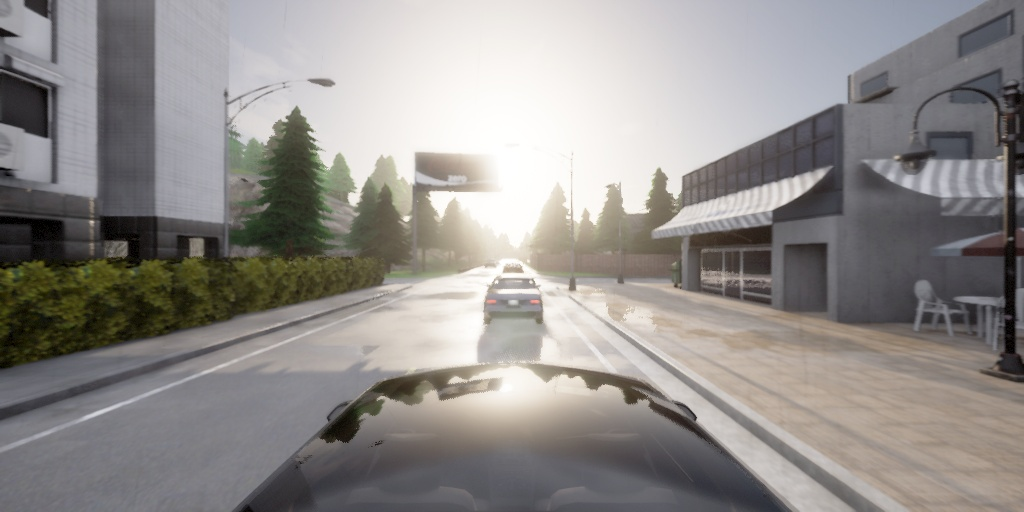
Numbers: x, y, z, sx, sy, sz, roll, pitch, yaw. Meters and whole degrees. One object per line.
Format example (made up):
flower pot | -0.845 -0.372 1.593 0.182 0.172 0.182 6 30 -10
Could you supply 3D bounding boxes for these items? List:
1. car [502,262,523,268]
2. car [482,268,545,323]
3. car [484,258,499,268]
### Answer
car | 0.080 1.321 34.472 1.882 1.535 5.008 0 0 0
car | 0.058 1.289 12.117 2.033 1.411 5.357 0 0 0
car | -3.564 1.210 59.538 1.837 1.490 4.892 0 0 1
